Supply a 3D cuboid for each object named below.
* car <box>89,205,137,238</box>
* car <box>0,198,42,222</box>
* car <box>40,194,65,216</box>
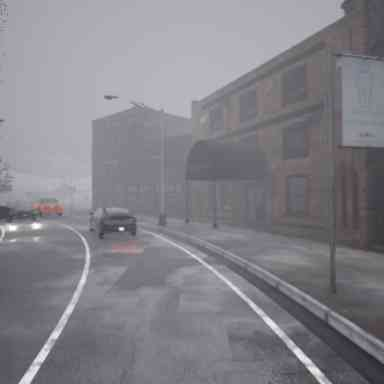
[{"bbox_3d":[-4.276,1.471,17.696,1.837,1.490,4.892,0,0,-24],"label":"car"},{"bbox_3d":[-13.581,1.430,25.845,1.882,1.535,5.008,0,-1,-40],"label":"car"},{"bbox_3d":[-13.919,1.342,31.054,2.097,1.767,4.553,0,-1,-44],"label":"car"}]
